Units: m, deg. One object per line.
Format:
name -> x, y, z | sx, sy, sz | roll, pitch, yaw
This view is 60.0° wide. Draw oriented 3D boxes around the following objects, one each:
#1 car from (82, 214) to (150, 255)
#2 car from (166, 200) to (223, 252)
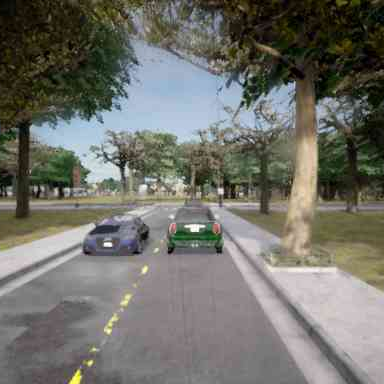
car -> -2.849, 1.584, 13.237 | 1.994, 1.385, 4.181 | 0, 0, 0
car -> 0.103, 1.373, 14.043 | 2.097, 1.767, 4.553 | 0, 0, 0
